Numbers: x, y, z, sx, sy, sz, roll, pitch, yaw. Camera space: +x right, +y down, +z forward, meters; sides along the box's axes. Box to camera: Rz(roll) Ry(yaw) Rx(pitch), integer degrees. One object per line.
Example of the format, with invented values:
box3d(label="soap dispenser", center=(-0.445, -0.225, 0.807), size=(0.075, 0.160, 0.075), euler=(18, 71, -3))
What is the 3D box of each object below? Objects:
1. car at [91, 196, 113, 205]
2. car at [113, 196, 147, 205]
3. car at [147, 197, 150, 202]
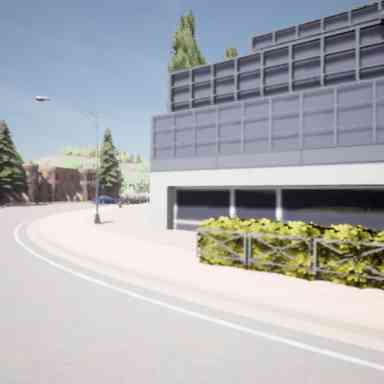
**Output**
box3d(label="car", center=(-14.485, 1.372, 55.317), size=(1.882, 1.535, 5.008), euler=(0, 0, 28))
box3d(label="car", center=(-10.315, 1.402, 55.697), size=(2.128, 1.511, 4.902), euler=(0, 0, 31))
box3d(label="car", center=(-9.446, 1.453, 63.468), size=(2.033, 1.411, 5.357), euler=(0, 0, 34))
